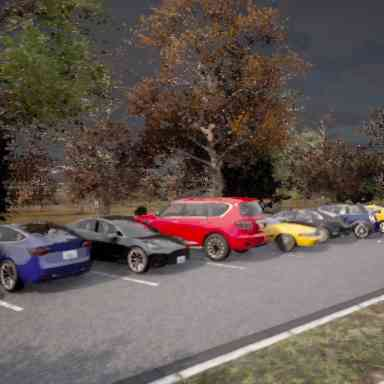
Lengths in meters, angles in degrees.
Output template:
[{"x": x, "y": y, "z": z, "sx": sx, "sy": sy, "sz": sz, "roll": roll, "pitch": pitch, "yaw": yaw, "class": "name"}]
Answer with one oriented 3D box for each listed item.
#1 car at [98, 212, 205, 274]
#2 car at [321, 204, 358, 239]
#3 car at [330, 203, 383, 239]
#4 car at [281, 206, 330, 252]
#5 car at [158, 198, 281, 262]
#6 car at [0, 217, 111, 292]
[{"x": -2.274, "y": 1.534, "z": 10.741, "sx": 4.792, "sy": 1.488, "sz": 2.163, "roll": -1, "pitch": -1, "yaw": 34, "class": "car"}, {"x": 4.941, "y": 1.506, "z": 15.958, "sx": 4.892, "sy": 1.521, "sz": 2.231, "roll": -1, "pitch": 0, "yaw": 34, "class": "car"}, {"x": 7.359, "y": 1.379, "z": 17.696, "sx": 4.553, "sy": 1.767, "sz": 2.185, "roll": -1, "pitch": -1, "yaw": 34, "class": "car"}, {"x": 2.688, "y": 1.500, "z": 14.121, "sx": 5.366, "sy": 1.575, "sz": 1.946, "roll": -1, "pitch": -1, "yaw": 34, "class": "car"}, {"x": 0.092, "y": 1.254, "z": 12.502, "sx": 5.566, "sy": 2.045, "sz": 2.435, "roll": -1, "pitch": -1, "yaw": 34, "class": "car"}, {"x": -4.747, "y": 1.535, "z": 9.038, "sx": 4.792, "sy": 1.488, "sz": 2.163, "roll": -1, "pitch": -1, "yaw": 34, "class": "car"}]
